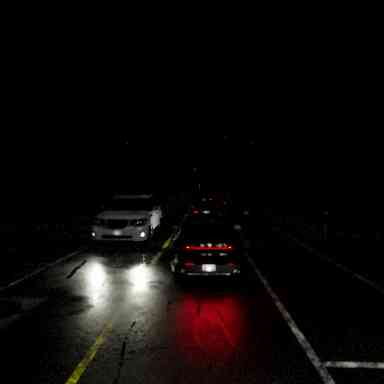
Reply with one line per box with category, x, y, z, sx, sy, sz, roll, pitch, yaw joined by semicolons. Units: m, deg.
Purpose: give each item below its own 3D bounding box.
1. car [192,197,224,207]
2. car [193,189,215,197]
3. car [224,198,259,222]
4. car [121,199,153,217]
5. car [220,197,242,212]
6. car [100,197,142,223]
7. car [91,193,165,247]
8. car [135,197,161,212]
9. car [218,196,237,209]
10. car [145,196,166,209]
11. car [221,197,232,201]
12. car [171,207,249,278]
car;0.959;1.339;24.228;2.033;1.411;5.357;0;0;2
car;1.354;0.902;37.598;2.150;2.045;5.566;0;1;2
car;3.583;1.362;23.500;1.947;1.339;4.313;-1;0;2
car;-4.732;1.315;29.319;1.947;1.339;4.313;-1;0;2
car;3.992;1.250;34.502;1.887;1.381;4.507;-1;0;2
car;-4.938;1.236;23.816;1.967;1.590;4.097;-1;0;2
car;-2.601;1.094;14.688;2.150;2.045;5.566;0;0;2
car;-4.527;1.255;34.819;2.008;1.369;4.403;-1;0;2
car;4.197;1.204;40.004;1.887;1.381;4.507;-1;0;2
car;-4.322;1.203;40.321;1.887;1.381;4.507;-1;0;2
car;3.787;1.295;29.001;1.887;1.381;4.507;-1;0;2
car;0.435;1.419;9.879;1.837;1.490;4.892;0;1;1
